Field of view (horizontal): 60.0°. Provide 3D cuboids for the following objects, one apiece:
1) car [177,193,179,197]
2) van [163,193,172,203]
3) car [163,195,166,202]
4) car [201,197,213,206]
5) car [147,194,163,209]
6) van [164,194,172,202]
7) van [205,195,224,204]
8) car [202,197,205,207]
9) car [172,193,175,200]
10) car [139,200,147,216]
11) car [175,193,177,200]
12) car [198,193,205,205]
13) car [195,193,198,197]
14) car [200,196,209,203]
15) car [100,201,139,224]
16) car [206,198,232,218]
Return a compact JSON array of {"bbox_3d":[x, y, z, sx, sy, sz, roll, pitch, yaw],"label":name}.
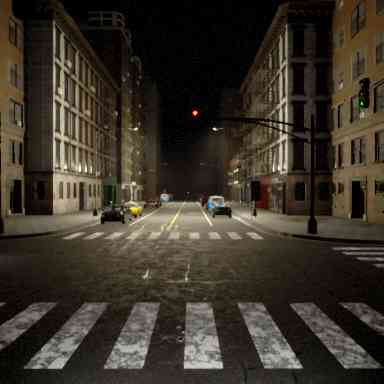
[{"bbox_3d":[-5.697,1.308,94.700,2.192,1.841,5.009,0,0,0],"label":"car"},{"bbox_3d":[-5.603,1.336,67.669,1.690,1.788,3.998,0,0,0],"label":"van"},{"bbox_3d":[-5.546,1.521,51.280,1.752,1.417,4.829,0,0,0],"label":"car"},{"bbox_3d":[2.501,1.561,56.879,1.947,1.339,4.313,0,0,0],"label":"car"},{"bbox_3d":[-5.528,1.436,46.045,1.967,1.590,4.097,0,0,0],"label":"car"},{"bbox_3d":[-5.641,1.336,78.482,1.690,1.788,3.998,0,0,0],"label":"van"},{"bbox_3d":[2.551,1.338,35.254,1.690,1.788,3.998,0,0,0],"label":"van"},{"bbox_3d":[2.538,1.578,40.660,1.802,1.307,4.206,0,0,0],"label":"car"},{"bbox_3d":[-5.622,1.310,73.075,2.192,1.841,5.009,0,0,0],"label":"car"},{"bbox_3d":[-5.471,1.523,29.656,1.752,1.417,4.829,0,0,0],"label":"car"},{"bbox_3d":[-5.678,1.545,89.294,2.008,1.369,4.403,0,0,0],"label":"car"},{"bbox_3d":[2.513,1.311,51.472,2.192,1.841,5.009,0,0,0],"label":"car"},{"bbox_3d":[2.439,1.539,83.910,1.887,1.381,4.507,0,0,0],"label":"car"},{"bbox_3d":[2.476,1.520,67.860,1.752,1.417,4.829,0,0,0],"label":"car"},{"bbox_3d":[-5.452,1.549,24.420,2.008,1.369,4.403,0,0,0],"label":"car"},{"bbox_3d":[2.563,1.548,29.847,2.008,1.369,4.403,0,0,0],"label":"car"}]
